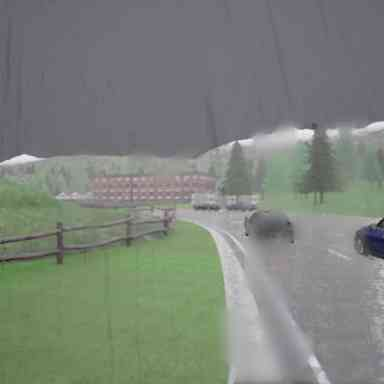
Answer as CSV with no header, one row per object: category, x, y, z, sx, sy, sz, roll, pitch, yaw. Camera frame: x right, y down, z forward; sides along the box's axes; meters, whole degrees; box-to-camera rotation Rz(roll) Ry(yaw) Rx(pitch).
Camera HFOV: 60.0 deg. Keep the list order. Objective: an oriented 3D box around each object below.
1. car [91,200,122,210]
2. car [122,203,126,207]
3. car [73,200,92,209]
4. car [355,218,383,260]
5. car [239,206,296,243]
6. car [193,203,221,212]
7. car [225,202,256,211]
car,-15.350,2.483,59.805,4.181,1.385,1.994,-1,-1,25
car,-15.598,2.594,67.567,4.181,1.385,1.994,-1,-1,21
car,-21.497,2.397,66.286,4.553,1.767,2.097,0,-1,22
car,7.134,1.471,10.897,2.097,1.767,4.553,0,-1,6
car,3.927,1.733,17.379,1.837,1.490,4.892,0,0,-1
car,2.226,2.306,50.961,1.895,1.301,4.718,0,-1,-40
car,7.379,2.215,50.184,2.033,1.411,5.357,0,-1,-36
